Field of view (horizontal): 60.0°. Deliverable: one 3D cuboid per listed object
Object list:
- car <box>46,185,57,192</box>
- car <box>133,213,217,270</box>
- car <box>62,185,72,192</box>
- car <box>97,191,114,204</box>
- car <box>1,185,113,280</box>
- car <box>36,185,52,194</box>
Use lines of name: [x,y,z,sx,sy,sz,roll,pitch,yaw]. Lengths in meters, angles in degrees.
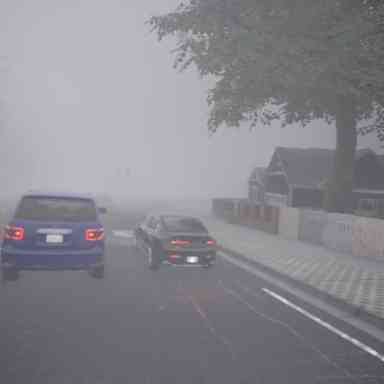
car: [-32.348,-0.874,76.859,1.895,1.301,4.718,4,1,-18]
car: [-0.718,1.439,10.861,1.837,1.490,4.892,4,0,-18]
car: [-29.264,-0.796,77.888,1.882,1.535,5.008,4,1,-18]
car: [-11.328,0.708,43.405,1.812,1.442,4.674,4,0,-18]
car: [-3.596,0.973,9.270,2.150,2.045,5.566,4,0,-18]
car: [-27.505,-0.436,61.837,2.033,1.411,5.357,4,1,-18]
